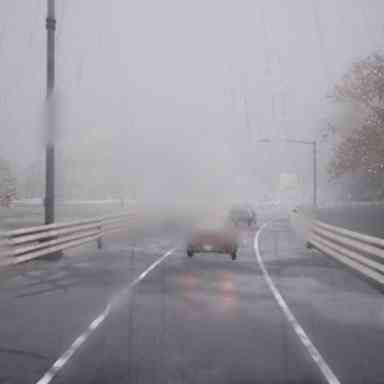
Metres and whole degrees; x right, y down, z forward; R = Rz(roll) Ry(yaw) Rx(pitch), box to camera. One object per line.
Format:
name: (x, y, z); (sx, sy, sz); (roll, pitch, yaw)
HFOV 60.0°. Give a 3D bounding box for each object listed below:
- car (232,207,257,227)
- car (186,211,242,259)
car: (4.222, 1.966, 27.425); (2.128, 1.511, 4.902); (0, -1, 18)
car: (0.948, 1.725, 13.517); (1.812, 1.442, 4.674); (0, -1, 10)
